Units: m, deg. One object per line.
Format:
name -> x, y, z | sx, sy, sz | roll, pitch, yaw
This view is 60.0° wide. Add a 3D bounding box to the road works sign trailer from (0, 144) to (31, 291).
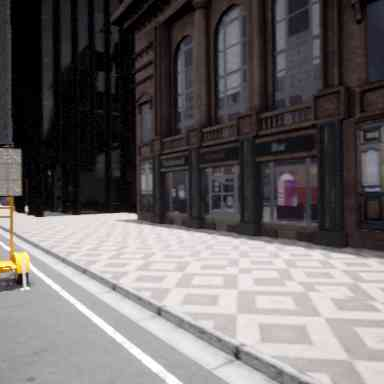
road works sign trailer -> -5.582, 0.546, 8.370 | 2.380, 3.560, 2.880 | -1, 0, -37
